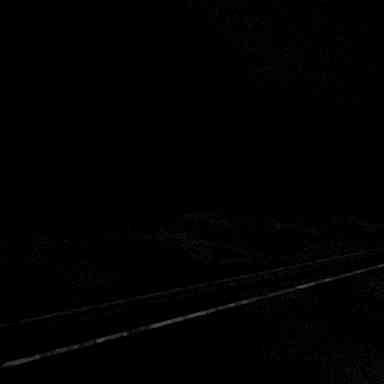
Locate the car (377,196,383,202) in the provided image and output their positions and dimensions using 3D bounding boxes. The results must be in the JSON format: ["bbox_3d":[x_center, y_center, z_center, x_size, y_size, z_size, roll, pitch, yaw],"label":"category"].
[{"bbox_3d":[32.933,1.375,58.433,1.994,1.385,4.181,1,1,-12],"label":"car"}]
